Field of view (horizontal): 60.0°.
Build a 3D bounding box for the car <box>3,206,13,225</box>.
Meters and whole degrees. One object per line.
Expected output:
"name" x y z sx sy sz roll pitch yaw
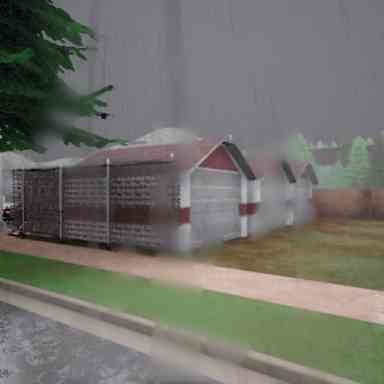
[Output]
"car" -10.918 1.494 23.330 2.128 1.511 4.902 0 0 35
